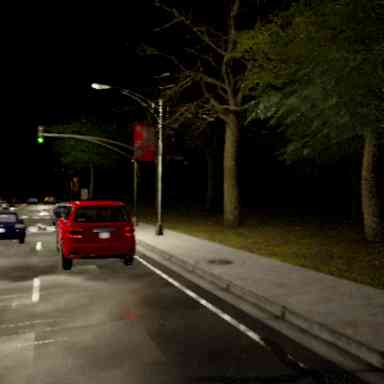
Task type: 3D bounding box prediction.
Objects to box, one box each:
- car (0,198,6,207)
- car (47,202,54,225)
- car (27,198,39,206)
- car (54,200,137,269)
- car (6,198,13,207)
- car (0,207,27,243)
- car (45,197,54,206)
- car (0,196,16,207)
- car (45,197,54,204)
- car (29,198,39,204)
[{"bbox_3d":[-21.849,1.693,36.161,1.837,1.490,4.892,1,-1,-24],"label":"car"},{"bbox_3d":[-9.782,1.743,25.626,2.033,1.411,5.357,1,-1,-24],"label":"car"},{"bbox_3d":[-31.423,2.050,65.578,1.895,1.301,4.718,1,-1,-24],"label":"car"},{"bbox_3d":[-3.559,1.323,11.852,2.150,2.045,5.566,1,-1,-24],"label":"car"},{"bbox_3d":[-25.645,1.851,44.603,1.895,1.301,4.718,1,-1,-24],"label":"car"},{"bbox_3d":[-9.212,1.654,16.301,1.994,1.385,4.181,1,-1,-26],"label":"car"},{"bbox_3d":[-28.447,2.056,66.885,1.994,1.385,4.181,1,-1,-24],"label":"car"},{"bbox_3d":[-30.313,1.838,55.142,1.837,1.490,4.892,1,-1,-24],"label":"car"},{"bbox_3d":[-32.584,1.939,76.083,1.882,1.535,5.008,1,-1,-24],"label":"car"},{"bbox_3d":[-35.547,1.964,74.746,1.994,1.385,4.181,1,-1,-24],"label":"car"}]
